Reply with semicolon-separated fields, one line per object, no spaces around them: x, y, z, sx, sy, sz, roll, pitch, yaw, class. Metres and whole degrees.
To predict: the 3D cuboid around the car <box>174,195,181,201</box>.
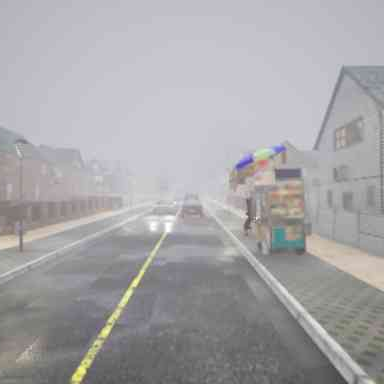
-2.854;1.384;71.114;1.994;1.385;4.181;0;0;0;car

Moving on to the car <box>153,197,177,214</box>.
-2.893;1.523;34.069;1.895;1.301;4.718;0;0;0;car

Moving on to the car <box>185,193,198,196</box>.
-0.013;1.129;44.672;2.150;2.045;5.566;0;0;0;car

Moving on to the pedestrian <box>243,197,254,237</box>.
2.582;1.102;15.089;0.375;1.860;0.375;2;-2;0;pedestrian

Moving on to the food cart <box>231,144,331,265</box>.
2.935;0.434;12.267;2.280;3.560;4.660;-2;-2;0;food cart

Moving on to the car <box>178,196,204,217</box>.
0.032;1.406;29.964;1.882;1.535;5.008;0;0;0;car
